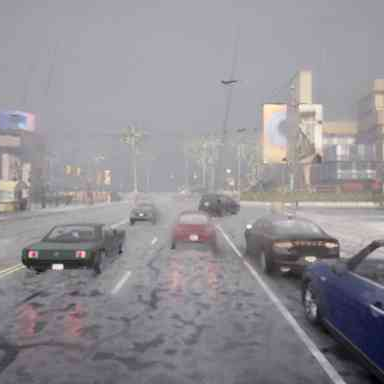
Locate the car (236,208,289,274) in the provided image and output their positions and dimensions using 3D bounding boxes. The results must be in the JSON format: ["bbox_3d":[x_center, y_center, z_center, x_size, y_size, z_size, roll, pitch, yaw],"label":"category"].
[{"bbox_3d":[2.892,1.499,10.658,2.097,1.535,5.008,0,0,0],"label":"car"}]

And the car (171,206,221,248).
[{"bbox_3d":[0.077,1.553,14.783,1.812,1.442,4.674,0,0,0],"label":"car"}]

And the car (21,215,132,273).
[{"bbox_3d":[-3.407,1.621,10.682,1.895,1.301,4.718,0,0,0],"label":"car"}]

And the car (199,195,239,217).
[{"bbox_3d":[2.669,1.279,31.898,2.150,2.045,5.566,-1,-1,29],"label":"car"}]

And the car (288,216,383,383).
[{"bbox_3d":[3.037,1.362,4.233,2.185,1.767,4.553,0,0,0],"label":"car"}]

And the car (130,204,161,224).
[{"bbox_3d":[-3.419,1.593,24.895,2.033,1.411,5.357,0,0,0],"label":"car"}]
